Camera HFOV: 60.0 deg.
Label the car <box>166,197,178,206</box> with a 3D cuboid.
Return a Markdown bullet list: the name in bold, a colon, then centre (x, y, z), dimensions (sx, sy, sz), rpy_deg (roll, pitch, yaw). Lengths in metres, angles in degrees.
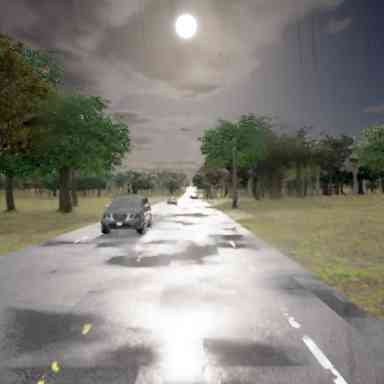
- **car**: centre (-3.521, 1.643, 59.045), dimensions (2.033, 1.411, 5.357), rpy_deg (0, 0, 1)

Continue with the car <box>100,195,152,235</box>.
- **car**: centre (-3.595, 1.215, 19.232), dimensions (2.150, 2.045, 5.566), rpy_deg (0, 0, 0)
